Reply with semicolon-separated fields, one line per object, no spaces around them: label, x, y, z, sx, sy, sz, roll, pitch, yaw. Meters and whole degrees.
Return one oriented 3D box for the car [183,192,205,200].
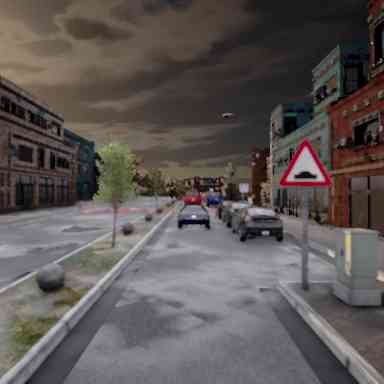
car;0.113;0.975;42.201;2.150;2.045;5.566;0;1;0

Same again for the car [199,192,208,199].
car;3.019;0.951;87.866;2.185;1.767;4.553;0;0;0

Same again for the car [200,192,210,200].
car;3.016;0.961;76.697;2.185;1.767;4.553;0;0;0

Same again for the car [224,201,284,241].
car;3.001;1.393;15.987;2.231;1.521;4.892;0;0;0

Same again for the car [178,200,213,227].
car;0.105;1.441;21.681;1.994;1.385;4.181;0;0;0

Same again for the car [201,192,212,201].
car;3.015;0.970;71.176;2.185;1.767;4.553;0;0;0

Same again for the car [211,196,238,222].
car;3.004;1.350;27.192;2.163;1.488;4.792;0;0;0

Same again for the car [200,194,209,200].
car;3.017;1.121;82.373;2.002;1.452;4.674;0;0;0

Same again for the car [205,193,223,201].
car;3.009;1.215;49.120;2.002;1.452;4.674;0;0;0

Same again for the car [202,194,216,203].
car;3.013;1.126;60.160;2.231;1.521;4.892;0;0;0
